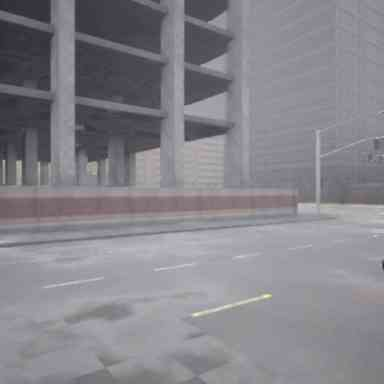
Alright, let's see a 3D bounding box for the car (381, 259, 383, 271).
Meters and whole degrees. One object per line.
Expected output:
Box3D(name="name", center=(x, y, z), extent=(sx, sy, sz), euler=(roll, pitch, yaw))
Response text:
Box3D(name="car", center=(7.232, 1.543, 8.999), extent=(5.357, 1.411, 2.033), euler=(0, 0, -35))
